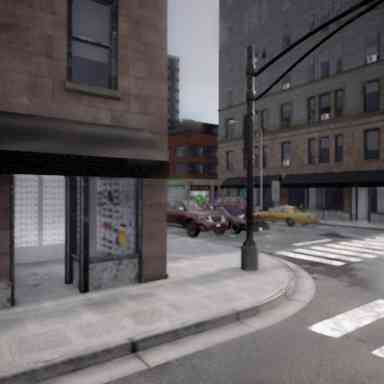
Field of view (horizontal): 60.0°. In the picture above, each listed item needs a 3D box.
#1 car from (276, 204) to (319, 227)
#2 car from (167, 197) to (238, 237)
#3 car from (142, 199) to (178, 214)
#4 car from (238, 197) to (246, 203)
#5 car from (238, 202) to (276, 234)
[{"bbox_3d":[6.234,1.525,22.785,1.752,1.417,4.829,0,0,-36],"label":"car"},{"bbox_3d":[-0.203,1.282,17.992,2.192,1.841,5.009,0,0,-36],"label":"car"},{"bbox_3d":[-3.564,1.526,36.514,1.887,1.381,4.507,0,0,-36],"label":"car"},{"bbox_3d":[3.035,1.309,27.270,2.192,1.841,5.009,0,0,-36],"label":"car"},{"bbox_3d":[1.915,1.525,19.332,2.033,1.411,5.357,0,0,-38],"label":"car"}]
